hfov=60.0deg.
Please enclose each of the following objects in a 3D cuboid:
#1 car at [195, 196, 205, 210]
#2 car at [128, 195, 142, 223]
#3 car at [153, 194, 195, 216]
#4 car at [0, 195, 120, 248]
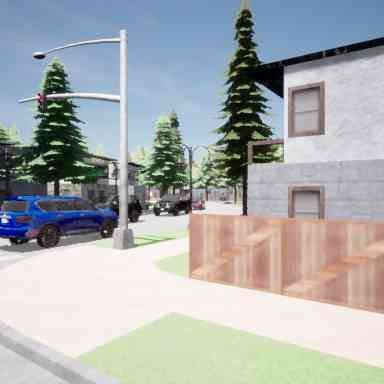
[{"bbox_3d":[0.419,1.333,42.111,2.097,1.767,4.553,0,0,9],"label":"car"},{"bbox_3d":[-5.715,1.202,23.130,2.150,2.045,5.566,0,0,27],"label":"car"},{"bbox_3d":[-1.830,1.202,32.509,2.150,2.045,5.566,0,0,18],"label":"car"},{"bbox_3d":[-5.747,1.201,14.975,2.150,2.045,5.566,0,0,30],"label":"car"}]
